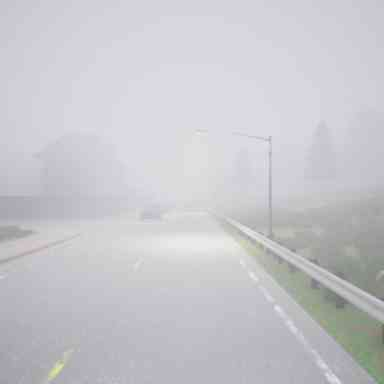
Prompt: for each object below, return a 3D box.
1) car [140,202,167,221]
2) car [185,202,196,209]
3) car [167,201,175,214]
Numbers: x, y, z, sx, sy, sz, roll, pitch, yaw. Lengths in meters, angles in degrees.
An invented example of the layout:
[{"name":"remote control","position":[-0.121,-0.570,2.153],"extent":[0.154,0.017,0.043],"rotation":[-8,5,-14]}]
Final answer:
[{"name":"car","position":[-3.757,1.890,31.606],"extent":[1.882,1.535,5.008],"rotation":[0,-1,0]},{"name":"car","position":[-0.197,2.360,58.540],"extent":[1.895,1.301,4.718],"rotation":[0,-1,0]},{"name":"car","position":[-3.821,2.071,44.519],"extent":[2.128,1.511,4.902],"rotation":[0,-1,0]}]
